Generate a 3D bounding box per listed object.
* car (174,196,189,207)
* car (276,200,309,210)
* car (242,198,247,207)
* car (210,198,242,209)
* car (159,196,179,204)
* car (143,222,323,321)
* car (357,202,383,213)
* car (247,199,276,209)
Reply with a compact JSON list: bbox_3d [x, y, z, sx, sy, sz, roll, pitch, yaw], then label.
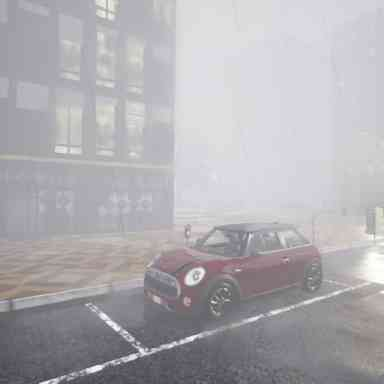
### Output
[{"bbox_3d":[-2.221,1.747,55.923,1.887,1.381,4.507,1,-1,-35],"label":"car"},{"bbox_3d":[14.463,1.824,46.897,1.802,1.307,4.206,1,-1,-35],"label":"car"},{"bbox_3d":[7.898,1.744,56.147,1.967,1.590,4.097,1,-1,-35],"label":"car"},{"bbox_3d":[4.345,1.692,46.675,2.008,1.369,4.403,1,-1,-35],"label":"car"},{"bbox_3d":[-5.232,1.742,74.644,2.192,1.841,5.009,1,-1,-35],"label":"car"},{"bbox_3d":[0.978,1.444,7.254,4.097,1.590,1.967,0,1,-36],"label":"car"},{"bbox_3d":[21.029,1.748,37.650,1.947,1.339,4.313,1,-1,-35],"label":"car"},{"bbox_3d":[11.181,1.818,51.522,1.887,1.381,4.507,1,-1,-35],"label":"car"}]
